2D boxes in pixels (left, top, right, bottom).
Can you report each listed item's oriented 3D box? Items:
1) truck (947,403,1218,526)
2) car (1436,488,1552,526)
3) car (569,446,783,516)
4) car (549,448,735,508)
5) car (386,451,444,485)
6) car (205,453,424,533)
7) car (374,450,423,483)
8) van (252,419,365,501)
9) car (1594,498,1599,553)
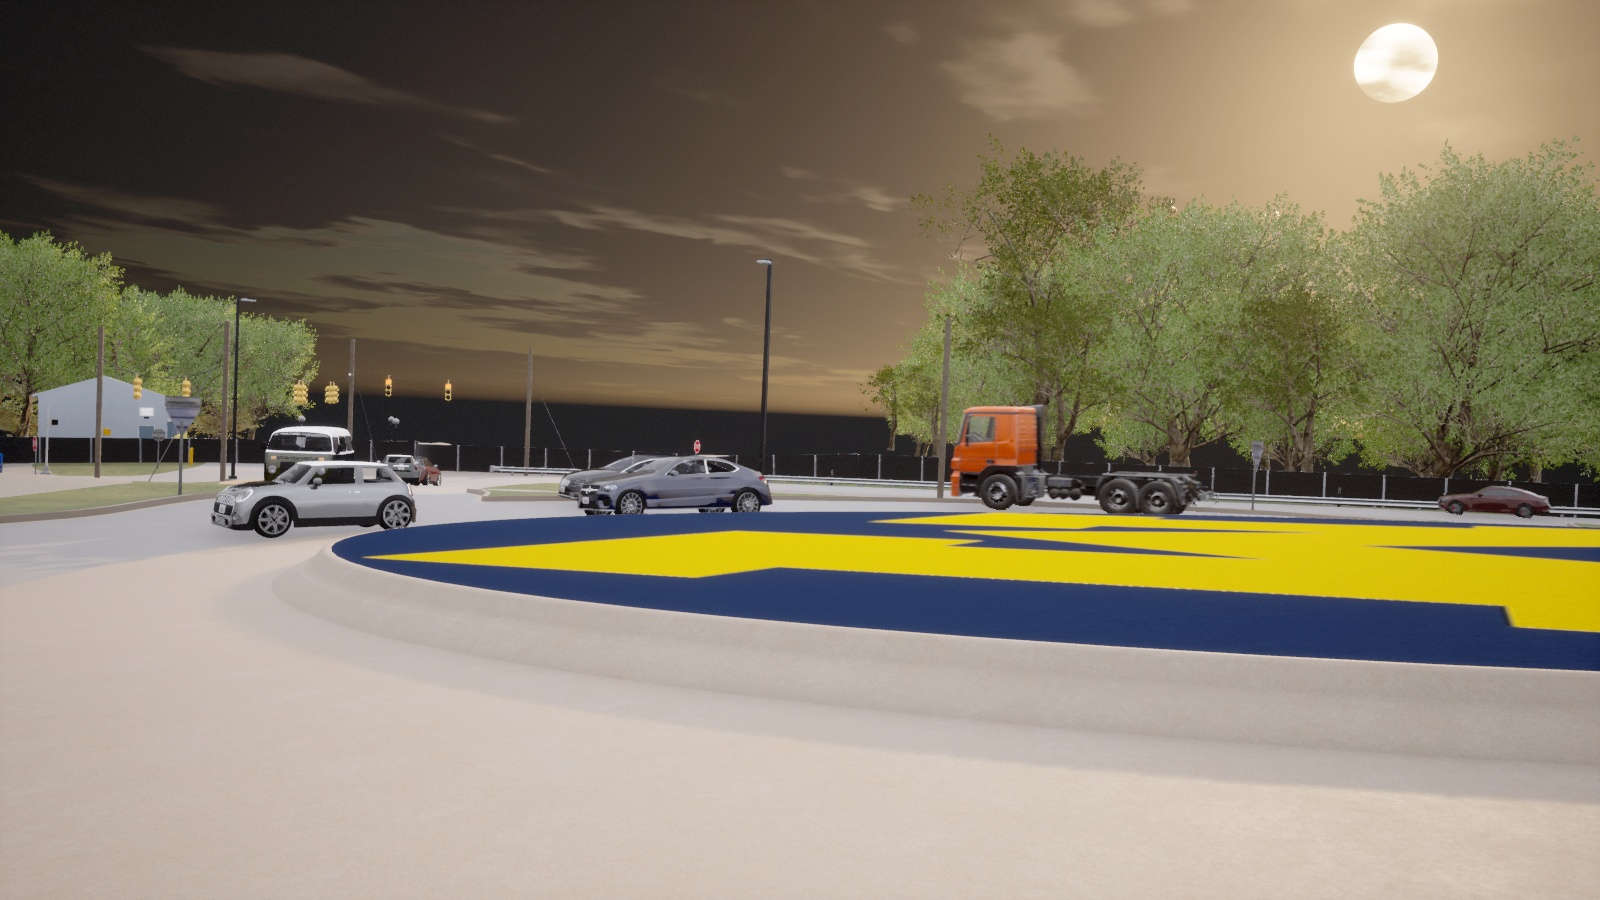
[{"bbox_3d":[9.044,0.345,40.439,7.936,3.462,2.891,3,2,27],"label":"truck"},{"bbox_3d":[32.780,2.676,59.487,4.674,1.442,1.812,3,1,27],"label":"car"},{"bbox_3d":[-3.141,0.799,32.222,5.027,1.651,2.152,1,-1,-33],"label":"car"},{"bbox_3d":[-4.620,0.828,36.858,4.902,1.511,2.128,2,2,-30],"label":"car"},{"bbox_3d":[-21.365,1.012,69.834,2.097,1.767,4.553,3,-1,-5],"label":"car"},{"bbox_3d":[-10.113,0.857,26.276,3.806,1.475,1.970,1,2,-40],"label":"car"},{"bbox_3d":[-19.595,0.793,61.197,1.970,1.475,3.806,2,-1,-22],"label":"car"},{"bbox_3d":[-13.514,0.253,34.792,2.069,2.038,4.480,3,0,-11],"label":"van"},{"bbox_3d":[22.686,1.914,30.555,2.033,1.411,5.357,1,-2,-31],"label":"car"}]
